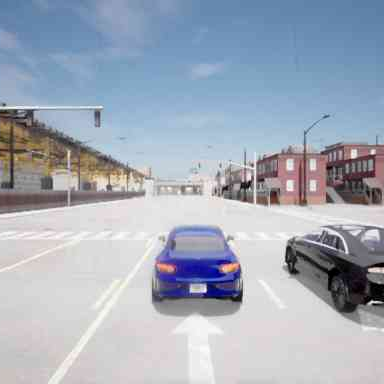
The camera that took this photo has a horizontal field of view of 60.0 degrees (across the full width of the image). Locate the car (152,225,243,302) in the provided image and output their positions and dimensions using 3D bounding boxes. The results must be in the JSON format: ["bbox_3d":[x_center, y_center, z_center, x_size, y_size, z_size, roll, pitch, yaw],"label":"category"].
[{"bbox_3d":[0.106,1.522,8.142,1.812,1.442,4.674,0,0,0],"label":"car"}]

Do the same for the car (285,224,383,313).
[{"bbox_3d":[3.609,1.488,7.650,2.128,1.511,4.902,0,0,-1],"label":"car"}]
